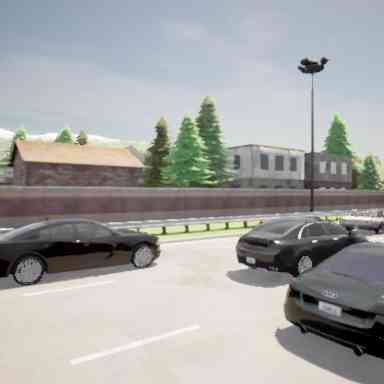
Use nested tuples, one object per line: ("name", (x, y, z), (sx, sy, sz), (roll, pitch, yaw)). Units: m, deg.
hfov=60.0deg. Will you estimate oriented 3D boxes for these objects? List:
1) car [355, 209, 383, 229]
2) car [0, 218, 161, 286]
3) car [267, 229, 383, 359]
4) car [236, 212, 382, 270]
("car", (10.820, 1.653, 19.538), (4.718, 1.301, 1.895), (0, 0, -35))
("car", (-3.253, 1.477, 9.511), (5.008, 1.535, 1.882), (0, 0, -35))
("car", (3.529, 1.580, 5.746), (4.181, 1.385, 1.994), (0, 0, -35))
("car", (3.497, 1.526, 10.023), (4.892, 1.490, 1.837), (0, 0, -35))
